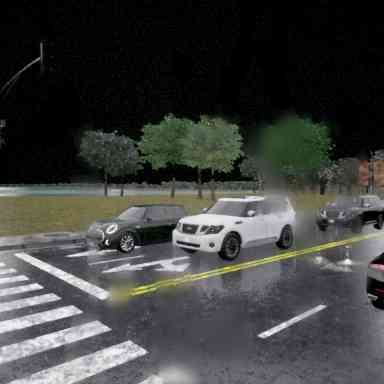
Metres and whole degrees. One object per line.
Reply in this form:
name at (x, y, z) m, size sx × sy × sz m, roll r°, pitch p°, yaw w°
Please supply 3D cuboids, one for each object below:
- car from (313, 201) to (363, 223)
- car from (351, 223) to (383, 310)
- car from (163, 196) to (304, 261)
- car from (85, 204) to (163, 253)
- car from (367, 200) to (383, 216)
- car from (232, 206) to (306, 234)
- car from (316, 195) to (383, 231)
car at (11.414, 1.499, 25.851) m, size 4.674 × 1.442 × 1.812 m, roll 0°, pitch 0°, yaw -43°
car at (5.221, 1.499, 6.753) m, size 4.902 × 1.511 × 2.128 m, roll 0°, pitch 0°, yaw -43°
car at (1.860, 1.191, 12.627) m, size 5.566 × 2.045 × 2.150 m, roll 0°, pitch 0°, yaw -43°
car at (-1.963, 1.298, 13.525) m, size 4.553 × 1.767 × 2.097 m, roll 0°, pitch 0°, yaw -43°
car at (19.024, 1.514, 32.781) m, size 4.674 × 1.442 × 1.812 m, roll 0°, pitch 0°, yaw -44°
car at (4.642, 1.560, 19.625) m, size 4.718 × 1.301 × 1.895 m, roll 0°, pitch 0°, yaw -43°
car at (9.483, 1.206, 19.657) m, size 5.566 × 2.045 × 2.150 m, roll 0°, pitch 0°, yaw -43°
